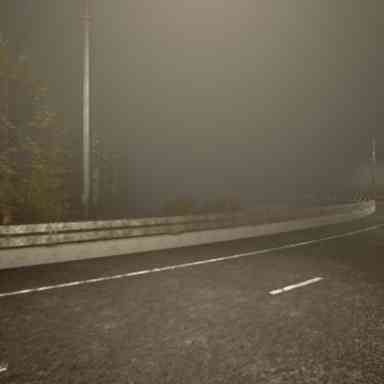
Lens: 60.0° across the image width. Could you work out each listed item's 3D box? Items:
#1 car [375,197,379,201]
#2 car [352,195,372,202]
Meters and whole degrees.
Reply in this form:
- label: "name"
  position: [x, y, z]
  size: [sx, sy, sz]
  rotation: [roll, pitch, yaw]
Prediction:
- label: "car"
  position: [44.530, 1.625, 84.247]
  size: [1.812, 1.442, 4.674]
  rotation: [0, 0, 3]
- label: "car"
  position: [40.464, 1.598, 78.890]
  size: [1.837, 1.490, 4.892]
  rotation: [0, 0, 5]
